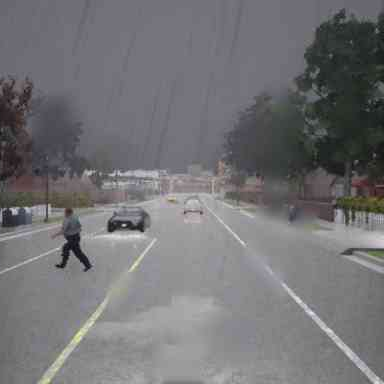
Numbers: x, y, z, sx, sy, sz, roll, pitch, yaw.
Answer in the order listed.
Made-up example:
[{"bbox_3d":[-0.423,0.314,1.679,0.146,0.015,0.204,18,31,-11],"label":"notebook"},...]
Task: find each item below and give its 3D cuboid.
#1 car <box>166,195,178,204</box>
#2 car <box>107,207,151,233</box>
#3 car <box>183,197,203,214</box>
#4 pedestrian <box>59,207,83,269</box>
[{"bbox_3d":[-3.517,1.330,60.078,1.882,1.535,5.008,0,0,0],"label":"car"},{"bbox_3d":[-3.582,1.560,19.490,1.994,1.385,4.181,0,0,0],"label":"car"},{"bbox_3d":[0.129,1.507,34.509,1.812,1.442,4.674,0,0,1],"label":"car"},{"bbox_3d":[-3.378,1.293,9.291,0.375,1.860,0.375,0,0,0],"label":"pedestrian"}]
